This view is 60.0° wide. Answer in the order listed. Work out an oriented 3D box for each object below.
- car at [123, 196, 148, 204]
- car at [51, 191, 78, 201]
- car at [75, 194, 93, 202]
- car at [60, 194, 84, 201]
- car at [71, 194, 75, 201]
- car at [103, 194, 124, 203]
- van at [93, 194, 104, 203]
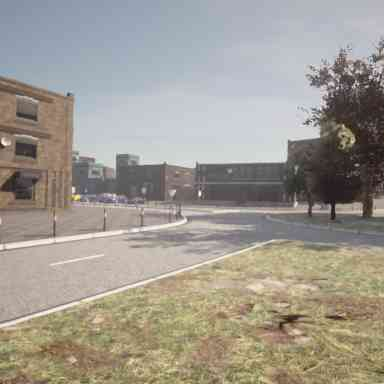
[{"bbox_3d":[-10.767,1.746,66.061,2.163,1.488,4.792,1,-1,31],"label":"car"},{"bbox_3d":[-29.687,0.994,77.491,2.435,2.045,5.566,2,0,31],"label":"car"},{"bbox_3d":[-22.544,1.316,73.203,2.185,1.767,4.553,2,0,31],"label":"car"},{"bbox_3d":[-27.326,1.311,76.040,2.231,1.521,4.892,2,0,31],"label":"car"},{"bbox_3d":[-25.056,1.372,74.665,2.097,1.535,5.008,2,0,31],"label":"car"},{"bbox_3d":[-15.391,1.495,68.910,2.185,1.767,4.553,1,-1,31],"label":"car"},{"bbox_3d":[-17.957,1.335,70.280,1.878,1.987,4.442,1,-1,31],"label":"van"}]
